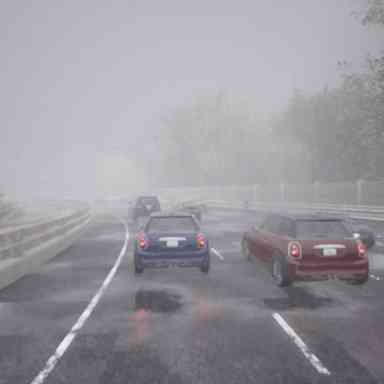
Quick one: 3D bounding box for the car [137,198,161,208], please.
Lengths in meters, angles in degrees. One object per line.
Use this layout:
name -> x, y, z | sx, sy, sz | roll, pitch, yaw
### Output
car -> -6.974, 1.703, 53.314 | 2.128, 1.511, 4.902 | 0, 0, -29

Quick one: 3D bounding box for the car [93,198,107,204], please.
car -> -20.674, 1.933, 74.434 | 1.895, 1.301, 4.718 | 0, 0, -35

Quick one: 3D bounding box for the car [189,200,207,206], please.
car -> -0.565, 1.605, 28.416 | 1.837, 1.490, 4.892 | 0, 0, -15

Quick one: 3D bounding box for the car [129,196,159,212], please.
car -> -4.008, 1.334, 27.864 | 2.150, 2.045, 5.566 | 0, 0, -16

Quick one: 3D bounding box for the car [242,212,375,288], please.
car -> 2.906, 1.374, 9.572 | 2.097, 1.767, 4.553 | 0, 0, -5

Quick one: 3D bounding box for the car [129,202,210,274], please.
car -> -0.727, 1.394, 10.924 | 2.097, 1.767, 4.553 | 0, 0, -6
